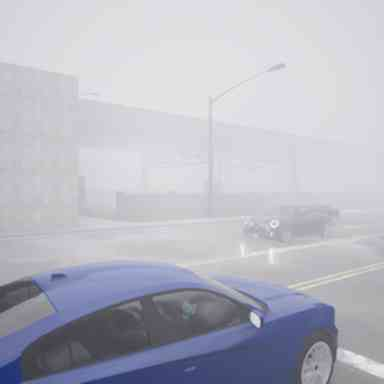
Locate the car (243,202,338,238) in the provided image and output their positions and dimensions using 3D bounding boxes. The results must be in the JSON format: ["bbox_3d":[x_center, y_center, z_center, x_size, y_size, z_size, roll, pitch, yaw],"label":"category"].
[{"bbox_3d":[4.574,1.345,15.863,4.553,1.767,2.097,0,0,-36],"label":"car"}]

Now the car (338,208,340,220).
[{"bbox_3d":[8.037,1.466,22.638,5.008,1.535,1.882,0,0,-36],"label":"car"}]

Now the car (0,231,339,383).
[{"bbox_3d":[-0.495,1.477,3.394,5.008,1.535,1.882,0,0,-36],"label":"car"}]
